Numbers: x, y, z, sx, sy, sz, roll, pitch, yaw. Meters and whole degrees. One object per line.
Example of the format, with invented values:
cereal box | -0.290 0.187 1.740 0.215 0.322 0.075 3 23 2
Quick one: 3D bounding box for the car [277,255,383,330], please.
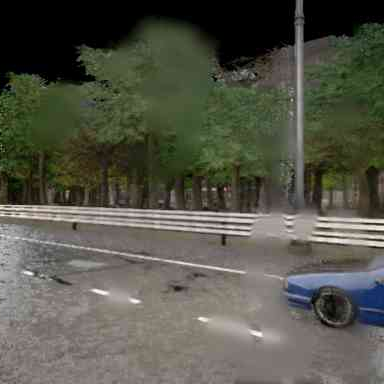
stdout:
car | 4.172 1.548 5.192 5.357 1.411 2.033 0 0 35
